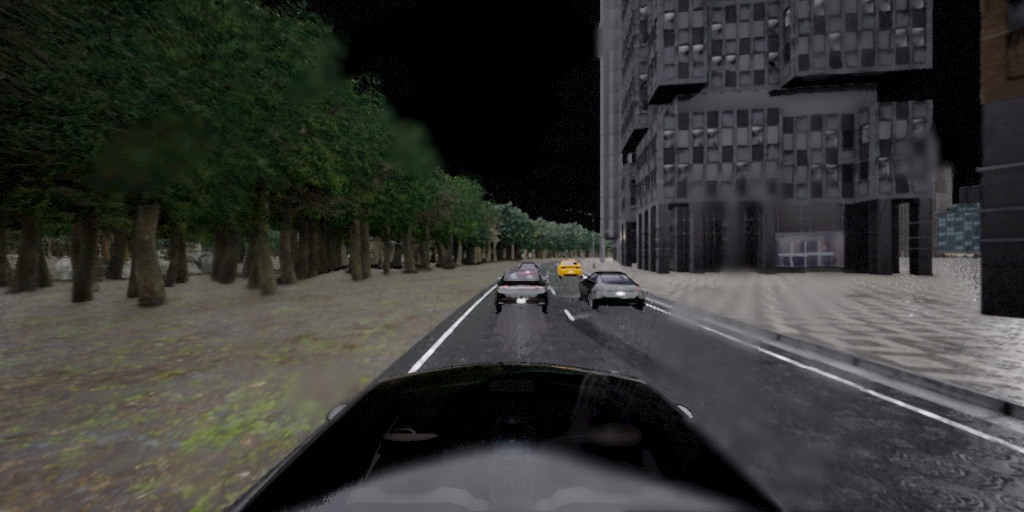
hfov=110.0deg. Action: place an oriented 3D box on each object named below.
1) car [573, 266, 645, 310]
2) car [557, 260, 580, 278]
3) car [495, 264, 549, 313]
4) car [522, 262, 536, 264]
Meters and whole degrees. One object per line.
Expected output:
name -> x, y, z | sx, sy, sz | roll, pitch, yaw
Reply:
car -> 3.923, 1.298, 14.717 | 1.994, 1.385, 4.181 | 0, 0, 2
car -> 5.050, 1.115, 31.844 | 1.882, 1.535, 5.008 | 0, 0, 5
car -> 0.389, 1.225, 13.954 | 2.128, 1.511, 4.902 | 0, 0, 2
car -> 1.447, 1.210, 30.818 | 1.994, 1.385, 4.181 | 0, 0, 5
